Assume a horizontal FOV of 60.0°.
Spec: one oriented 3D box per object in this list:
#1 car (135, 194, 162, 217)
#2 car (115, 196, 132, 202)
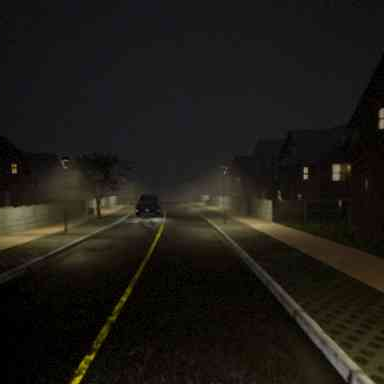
[{"bbox_3d":[-4.072,1.220,31.636,2.150,2.045,5.566,0,0,-4],"label":"car"},{"bbox_3d":[-16.104,1.643,75.714,4.892,1.490,1.837,-1,4,-11],"label":"car"}]
